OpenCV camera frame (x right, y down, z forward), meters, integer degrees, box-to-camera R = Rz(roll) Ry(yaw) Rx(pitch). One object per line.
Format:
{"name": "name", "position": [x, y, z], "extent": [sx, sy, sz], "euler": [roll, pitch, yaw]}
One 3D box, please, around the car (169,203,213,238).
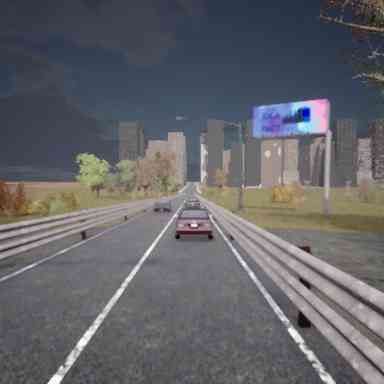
{"name": "car", "position": [0.094, 1.545, 17.494], "extent": [2.033, 1.411, 5.357], "euler": [0, 0, 0]}

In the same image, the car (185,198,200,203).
{"name": "car", "position": [0.087, 1.487, 42.775], "extent": [2.128, 1.511, 4.902], "euler": [0, 0, 0]}

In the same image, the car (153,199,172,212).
{"name": "car", "position": [-3.269, 1.543, 38.193], "extent": [2.033, 1.411, 5.357], "euler": [0, 0, 0]}
